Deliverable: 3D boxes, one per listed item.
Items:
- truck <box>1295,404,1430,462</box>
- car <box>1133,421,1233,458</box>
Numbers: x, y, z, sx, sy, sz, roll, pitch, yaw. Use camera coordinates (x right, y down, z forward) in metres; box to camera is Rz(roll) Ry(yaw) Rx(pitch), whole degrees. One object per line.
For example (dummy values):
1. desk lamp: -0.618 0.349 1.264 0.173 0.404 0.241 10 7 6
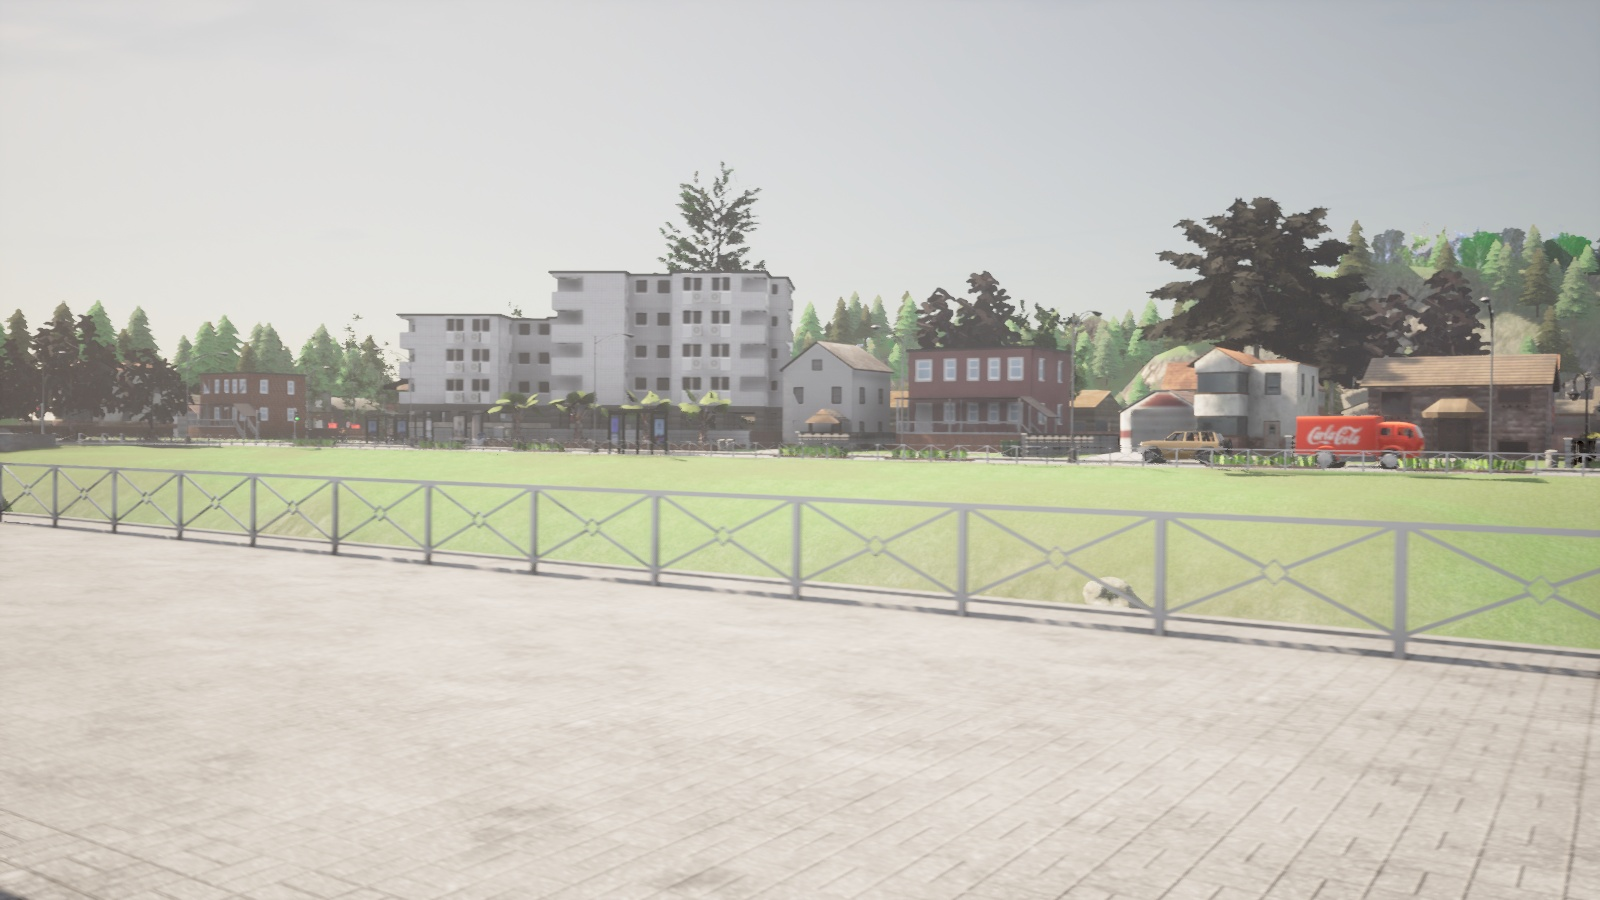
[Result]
1. truck: 25.342 -0.758 56.632 5.204 2.467 2.627 0 1 34
2. car: 19.832 -0.520 65.104 4.605 1.855 1.932 0 1 34
